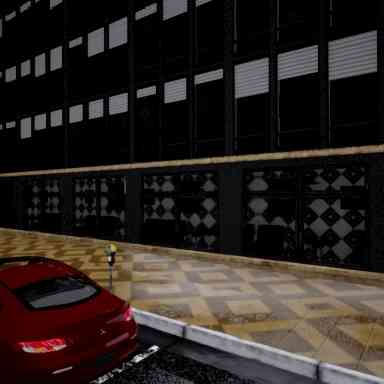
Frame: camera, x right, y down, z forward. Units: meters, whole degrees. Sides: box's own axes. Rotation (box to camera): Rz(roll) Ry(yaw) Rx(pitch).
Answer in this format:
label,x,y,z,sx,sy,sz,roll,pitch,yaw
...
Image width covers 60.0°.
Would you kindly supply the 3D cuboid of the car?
label,x,y,z,sx,sy,sz,roll,pitch,yaw
car,-2.593,1.582,4.675,4.206,1.307,1.802,0,0,35
